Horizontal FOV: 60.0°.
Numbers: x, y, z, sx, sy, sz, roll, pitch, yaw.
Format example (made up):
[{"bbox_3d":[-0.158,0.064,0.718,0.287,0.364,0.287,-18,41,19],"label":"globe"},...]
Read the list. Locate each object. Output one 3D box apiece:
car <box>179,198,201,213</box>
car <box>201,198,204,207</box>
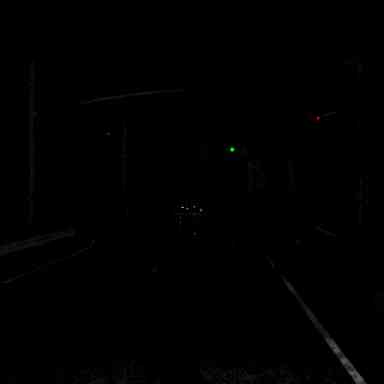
[{"bbox_3d":[-0.289,1.609,39.124,1.837,1.490,4.892,0,0,5],"label":"car"},{"bbox_3d":[0.995,1.696,53.447,2.033,1.411,5.357,0,0,5],"label":"car"}]
